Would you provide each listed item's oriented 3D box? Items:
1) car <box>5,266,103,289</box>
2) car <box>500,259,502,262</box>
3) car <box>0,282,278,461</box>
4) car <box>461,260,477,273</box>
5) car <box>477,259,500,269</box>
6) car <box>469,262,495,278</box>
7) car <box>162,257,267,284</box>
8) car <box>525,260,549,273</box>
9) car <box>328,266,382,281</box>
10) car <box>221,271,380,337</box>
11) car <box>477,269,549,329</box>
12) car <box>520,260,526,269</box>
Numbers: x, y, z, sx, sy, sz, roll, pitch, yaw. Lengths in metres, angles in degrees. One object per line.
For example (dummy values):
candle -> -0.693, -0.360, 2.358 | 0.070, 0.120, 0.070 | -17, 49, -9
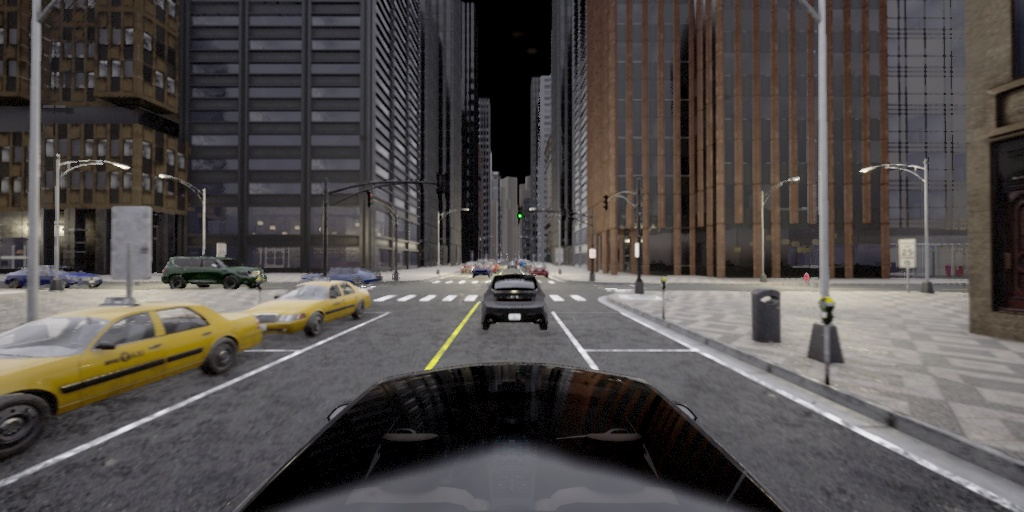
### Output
car -> -28.526, 1.333, 22.369 | 4.674, 1.442, 1.812 | 0, -1, 0
car -> -3.098, 1.501, 57.740 | 2.097, 1.767, 4.553 | 0, 0, 0
car -> -5.763, 1.300, 4.996 | 1.751, 1.417, 4.829 | 0, 0, 0
car -> -5.785, 1.523, 48.760 | 1.967, 1.591, 4.097 | 0, 0, 0
car -> -3.109, 1.428, 47.791 | 2.097, 1.767, 4.553 | 0, 0, 0
car -> -3.107, 1.607, 38.096 | 1.895, 1.301, 4.718 | 0, 0, 0
car -> -18.533, 1.060, 22.463 | 5.566, 2.045, 2.150 | 0, -1, 1
car -> 2.746, 1.442, 37.565 | 1.967, 1.591, 4.097 | 0, 0, 0
car -> -12.314, 1.439, 26.041 | 5.357, 1.411, 2.033 | 0, -1, -4
car -> -5.766, 1.339, 10.597 | 1.751, 1.417, 4.829 | 0, 0, 0
car -> 0.079, 1.322, 11.506 | 1.837, 1.490, 4.892 | 0, -1, 0
car -> 2.737, 1.674, 54.391 | 2.007, 1.370, 4.403 | 0, 0, 0
